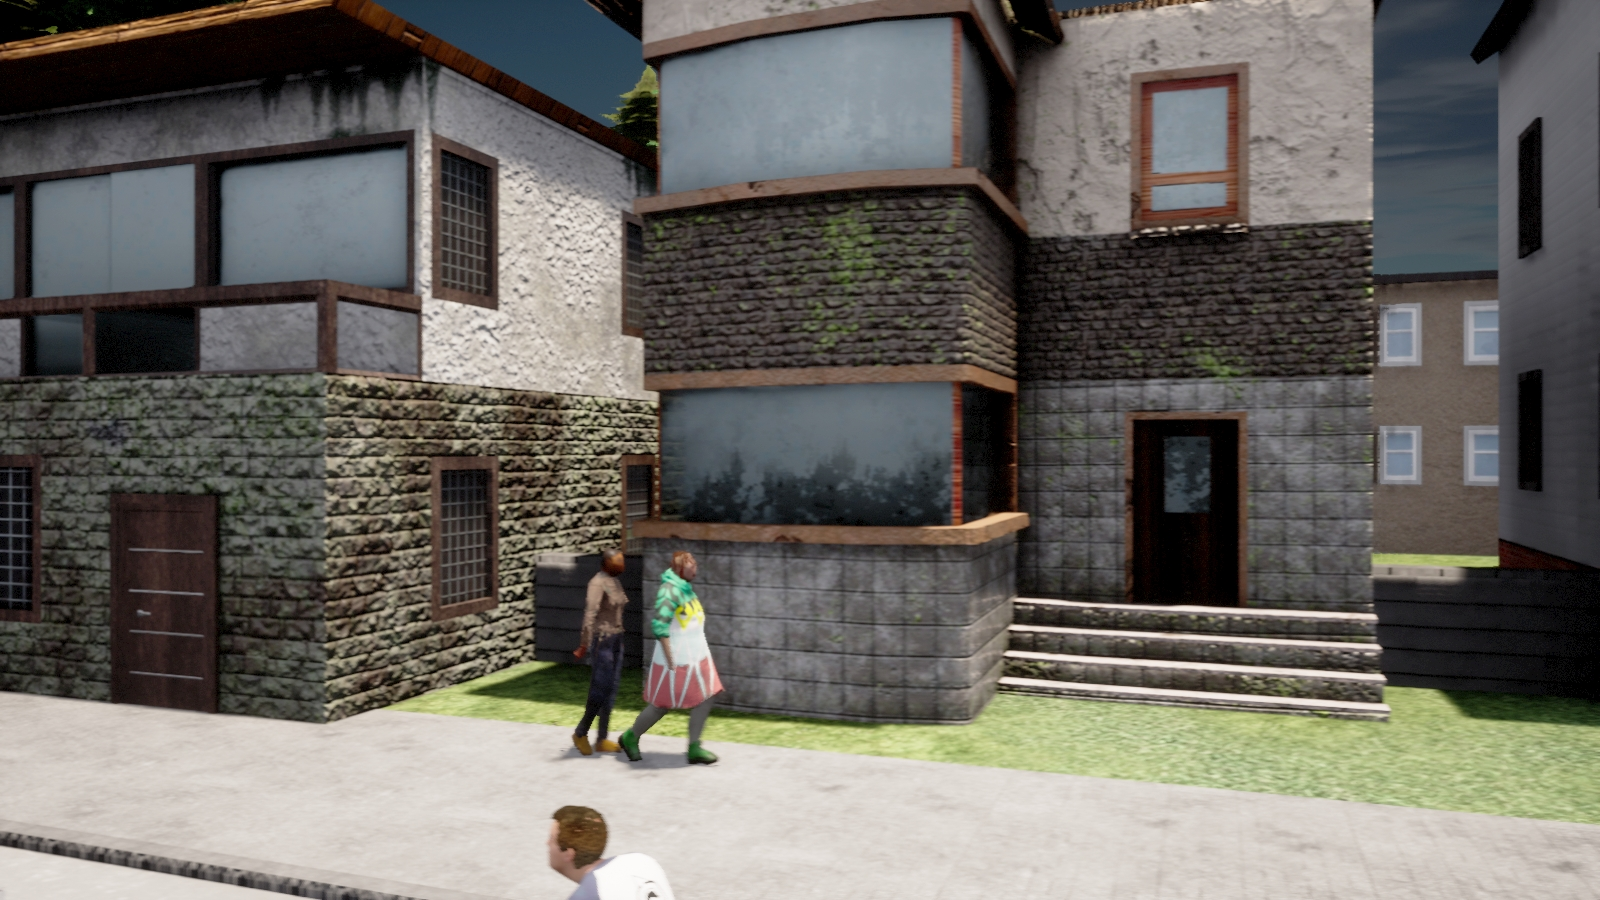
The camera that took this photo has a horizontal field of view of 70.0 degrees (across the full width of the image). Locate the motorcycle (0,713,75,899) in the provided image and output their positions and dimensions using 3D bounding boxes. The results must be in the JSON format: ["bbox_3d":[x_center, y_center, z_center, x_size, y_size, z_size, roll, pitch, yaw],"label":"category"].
[{"bbox_3d":[-4.739,1.950,5.561,2.356,1.277,0.764,0,0,20],"label":"motorcycle"}]

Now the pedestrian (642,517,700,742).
[{"bbox_3d":[-1.109,1.524,9.852,0.375,1.860,0.375,0,0,17],"label":"pedestrian"}]

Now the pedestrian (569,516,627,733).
[{"bbox_3d":[-1.788,1.525,10.140,0.375,1.860,0.375,0,0,16],"label":"pedestrian"}]

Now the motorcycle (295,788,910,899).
[{"bbox_3d":[-0.697,1.993,4.073,2.033,1.145,0.803,0,0,20],"label":"motorcycle"}]
